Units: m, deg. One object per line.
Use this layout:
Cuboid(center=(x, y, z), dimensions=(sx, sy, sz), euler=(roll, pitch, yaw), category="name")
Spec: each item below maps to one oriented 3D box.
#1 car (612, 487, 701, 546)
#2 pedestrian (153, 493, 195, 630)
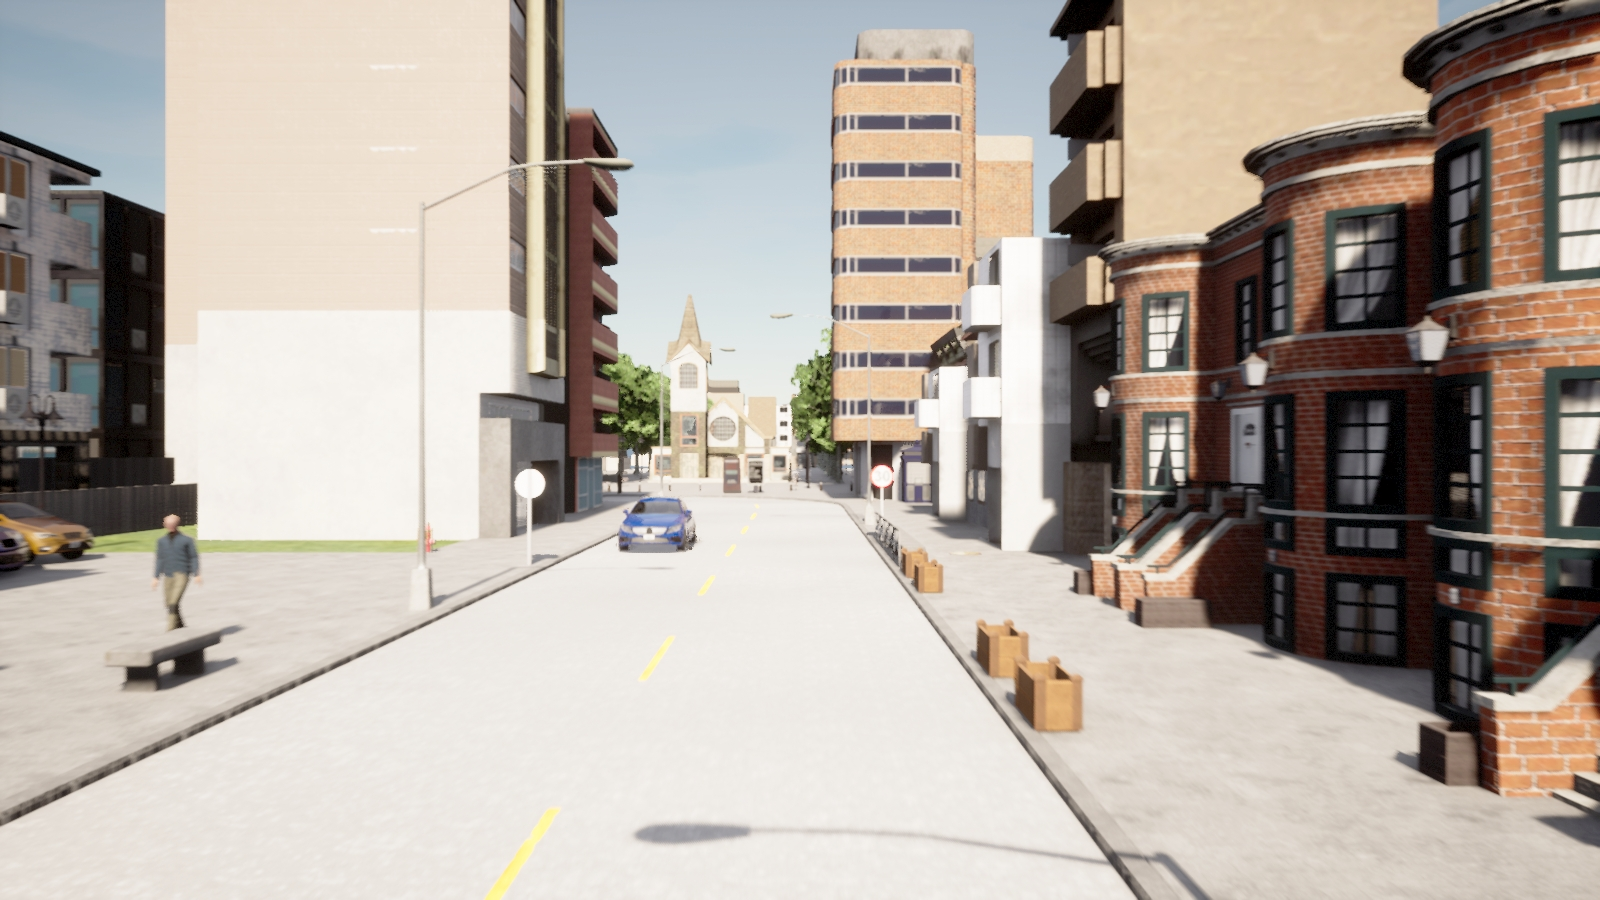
Cuboid(center=(-4.044, 1.861, 32.942), dimensions=(2.002, 1.442, 4.674), euler=(0, 0, 0), category="car")
Cuboid(center=(-8.629, 1.525, 15.749), dimensions=(0.375, 1.860, 0.375), euler=(0, 0, -3), category="pedestrian")
